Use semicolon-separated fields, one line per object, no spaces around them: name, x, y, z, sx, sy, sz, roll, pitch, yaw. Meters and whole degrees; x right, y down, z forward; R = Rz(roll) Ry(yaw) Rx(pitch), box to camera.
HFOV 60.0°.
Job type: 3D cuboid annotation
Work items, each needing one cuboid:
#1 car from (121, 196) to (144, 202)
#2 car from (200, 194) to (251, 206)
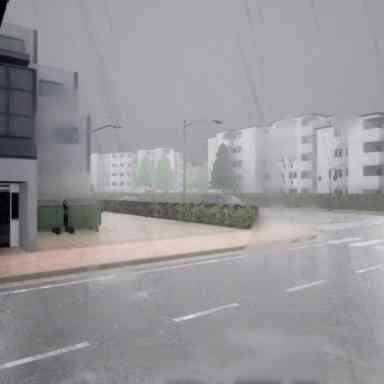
car;-8.205;1.355;45.315;2.097;1.767;4.553;0;0;-36
car;2.934;1.223;29.821;2.150;2.045;5.566;0;0;-35
